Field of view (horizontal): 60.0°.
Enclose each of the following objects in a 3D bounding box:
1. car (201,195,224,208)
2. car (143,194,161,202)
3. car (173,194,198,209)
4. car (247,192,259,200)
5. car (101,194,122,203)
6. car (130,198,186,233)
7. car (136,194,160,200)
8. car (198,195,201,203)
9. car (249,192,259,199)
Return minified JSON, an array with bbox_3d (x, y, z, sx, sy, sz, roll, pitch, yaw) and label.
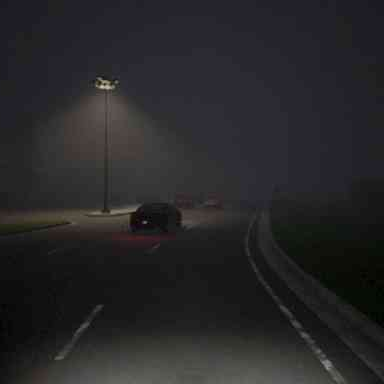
[{"bbox_3d":[2.789,1.140,40.643,1.882,1.535,5.008,0,1,13],"label":"car"},{"bbox_3d":[-7.622,1.051,63.474,1.994,1.385,4.181,0,1,13],"label":"car"},{"bbox_3d":[-1.032,1.027,39.579,2.097,1.767,4.553,0,1,12],"label":"car"},{"bbox_3d":[12.788,0.770,69.919,2.097,1.767,4.553,0,0,13],"label":"car"},{"bbox_3d":[-13.214,1.038,54.675,1.882,1.535,5.008,0,0,13],"label":"car"},{"bbox_3d":[-1.881,1.324,18.774,1.882,1.535,5.008,0,0,10],"label":"car"},{"bbox_3d":[-6.960,1.190,50.613,1.895,1.301,4.718,0,0,13],"label":"car"},{"bbox_3d":[1.458,1.141,51.217,1.994,1.385,4.181,0,1,13],"label":"car"},{"bbox_3d":[14.768,0.865,78.816,2.128,1.511,4.902,0,0,13],"label":"car"}]
